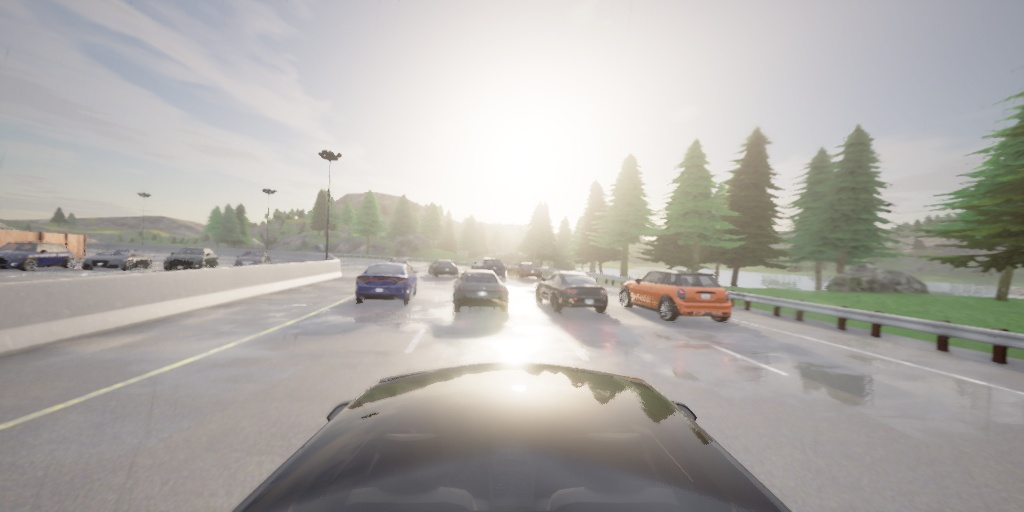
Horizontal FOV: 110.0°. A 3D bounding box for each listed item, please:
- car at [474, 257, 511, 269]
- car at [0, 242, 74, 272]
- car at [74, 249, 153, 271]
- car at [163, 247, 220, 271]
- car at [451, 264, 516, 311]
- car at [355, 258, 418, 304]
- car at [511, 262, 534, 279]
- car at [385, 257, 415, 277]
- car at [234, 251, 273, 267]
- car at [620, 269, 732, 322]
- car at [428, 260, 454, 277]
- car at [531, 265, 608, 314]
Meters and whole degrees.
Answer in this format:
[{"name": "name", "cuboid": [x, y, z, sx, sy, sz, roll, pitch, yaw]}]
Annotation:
[{"name": "car", "cuboid": [-2.080, 0.921, 30.214, 2.097, 1.767, 4.553, 2, 0, -20]}, {"name": "car", "cuboid": [-28.710, -0.047, 21.196, 2.097, 1.767, 4.553, 2, 0, -22]}, {"name": "car", "cuboid": [-25.973, 0.259, 23.763, 1.994, 1.385, 4.181, 2, 0, -23]}, {"name": "car", "cuboid": [-23.199, 0.142, 26.139, 2.097, 1.767, 4.553, 2, 0, -25]}, {"name": "car", "cuboid": [-1.306, 1.220, 14.020, 1.994, 1.385, 4.181, 2, 0, -9]}, {"name": "car", "cuboid": [-4.986, 0.993, 14.729, 1.882, 1.535, 5.008, 2, 0, -10]}, {"name": "car", "cuboid": [1.027, 1.244, 31.824, 1.994, 1.385, 4.181, 2, 0, -20]}, {"name": "car", "cuboid": [-9.302, 0.864, 29.536, 1.994, 1.385, 4.181, 2, 0, -22]}, {"name": "car", "cuboid": [-20.484, 0.375, 28.594, 2.128, 1.511, 4.902, 2, 0, -25]}, {"name": "car", "cuboid": [5.834, 1.279, 13.429, 2.097, 1.767, 4.553, 2, 0, -8]}, {"name": "car", "cuboid": [-5.845, 0.992, 30.253, 1.994, 1.385, 4.181, 2, 0, -21]}, {"name": "car", "cuboid": [2.223, 1.314, 14.116, 1.812, 1.442, 4.674, 2, 0, -9]}]
